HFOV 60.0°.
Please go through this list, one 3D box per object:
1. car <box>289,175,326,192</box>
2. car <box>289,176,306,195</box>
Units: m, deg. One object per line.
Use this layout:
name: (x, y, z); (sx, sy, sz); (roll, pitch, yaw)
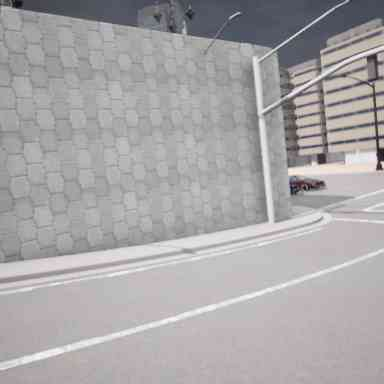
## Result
car: (9.481, -0.831, 30.655); (2.033, 1.411, 5.357); (-10, 6, -35)
car: (6.843, -0.277, 28.395); (1.895, 1.301, 4.718); (-10, 6, -35)
